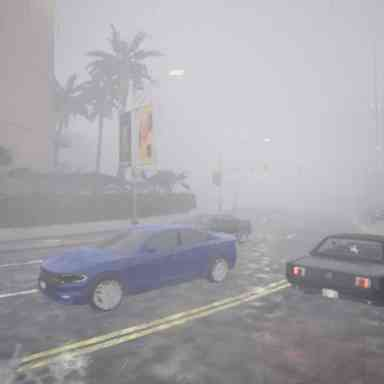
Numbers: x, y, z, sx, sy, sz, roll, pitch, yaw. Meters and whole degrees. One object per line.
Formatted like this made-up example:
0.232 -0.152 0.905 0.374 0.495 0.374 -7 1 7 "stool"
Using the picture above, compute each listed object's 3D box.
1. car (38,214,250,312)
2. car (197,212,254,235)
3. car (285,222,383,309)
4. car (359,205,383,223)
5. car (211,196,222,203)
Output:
-0.998 1.523 8.060 5.008 1.535 1.882 0 0 -42 "car"
0.766 1.629 14.778 2.033 1.411 5.357 0 0 39 "car"
4.186 1.644 7.893 1.895 1.301 4.718 0 0 45 "car"
14.629 1.687 26.106 2.033 1.411 5.357 0 0 15 "car"
6.400 1.928 82.572 2.097 1.535 5.008 0 0 0 "car"
